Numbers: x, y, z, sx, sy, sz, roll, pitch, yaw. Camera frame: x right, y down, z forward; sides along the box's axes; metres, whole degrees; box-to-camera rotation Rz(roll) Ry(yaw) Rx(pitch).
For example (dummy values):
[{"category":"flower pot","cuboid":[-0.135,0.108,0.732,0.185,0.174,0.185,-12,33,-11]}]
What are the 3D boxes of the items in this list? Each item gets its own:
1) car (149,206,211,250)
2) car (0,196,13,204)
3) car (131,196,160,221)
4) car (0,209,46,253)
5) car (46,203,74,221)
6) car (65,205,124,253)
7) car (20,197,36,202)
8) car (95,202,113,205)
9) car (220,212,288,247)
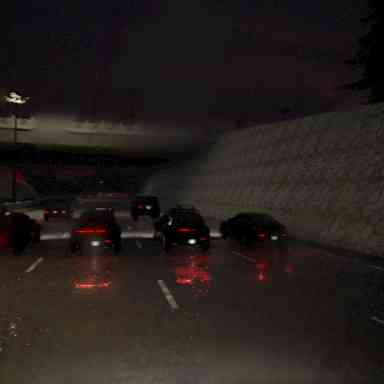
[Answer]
[{"category":"car","cuboid":[-0.566,1.602,14.875,1.837,1.490,4.892,1,0,-14]},{"category":"car","cuboid":[-33.428,1.482,60.106,1.994,1.385,4.181,1,0,-14]},{"category":"car","cuboid":[-4.108,1.357,29.158,2.150,2.045,5.566,1,0,-14]},{"category":"car","cuboid":[-7.380,1.510,13.276,1.812,1.442,4.674,1,0,-14]},{"category":"car","cuboid":[-10.901,1.578,27.449,2.033,1.411,5.357,1,0,-14]},{"category":"car","cuboid":[-3.963,1.547,14.033,1.837,1.490,4.892,1,0,-14]},{"category":"car","cuboid":[-30.046,1.581,61.003,1.895,1.301,4.718,1,0,-14]},{"category":"car","cuboid":[-7.573,1.579,28.585,2.128,1.511,4.902,1,0,-14]},{"category":"car","cuboid":[2.809,1.676,15.810,1.812,1.442,4.674,1,0,-14]}]
